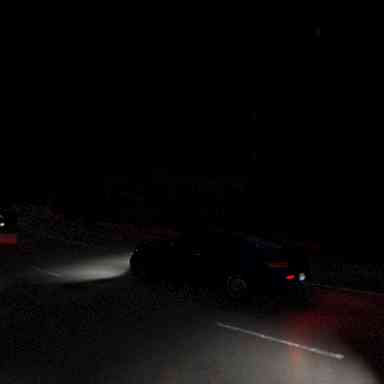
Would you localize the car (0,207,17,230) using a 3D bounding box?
[{"bbox_3d":[-13.035,1.752,22.207,1.837,1.490,4.892,-1,0,-38],"label":"car"}]

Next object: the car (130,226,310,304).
[{"bbox_3d":[0.478,1.577,8.272,4.674,1.442,1.812,-1,0,39],"label":"car"}]
